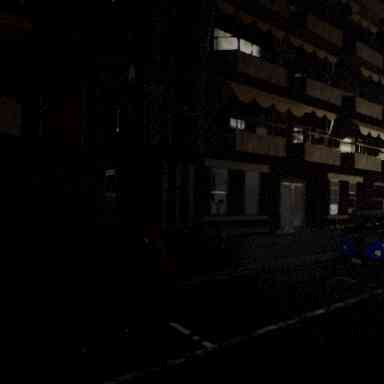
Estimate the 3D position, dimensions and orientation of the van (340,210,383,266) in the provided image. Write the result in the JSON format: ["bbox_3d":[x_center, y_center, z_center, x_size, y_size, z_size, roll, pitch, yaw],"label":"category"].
[{"bbox_3d":[6.430,1.477,10.750,3.998,1.788,1.690,1,1,-36],"label":"van"}]

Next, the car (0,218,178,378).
[{"bbox_3d":[-2.522,1.329,4.260,5.009,1.841,2.192,1,1,-36],"label":"car"}]
